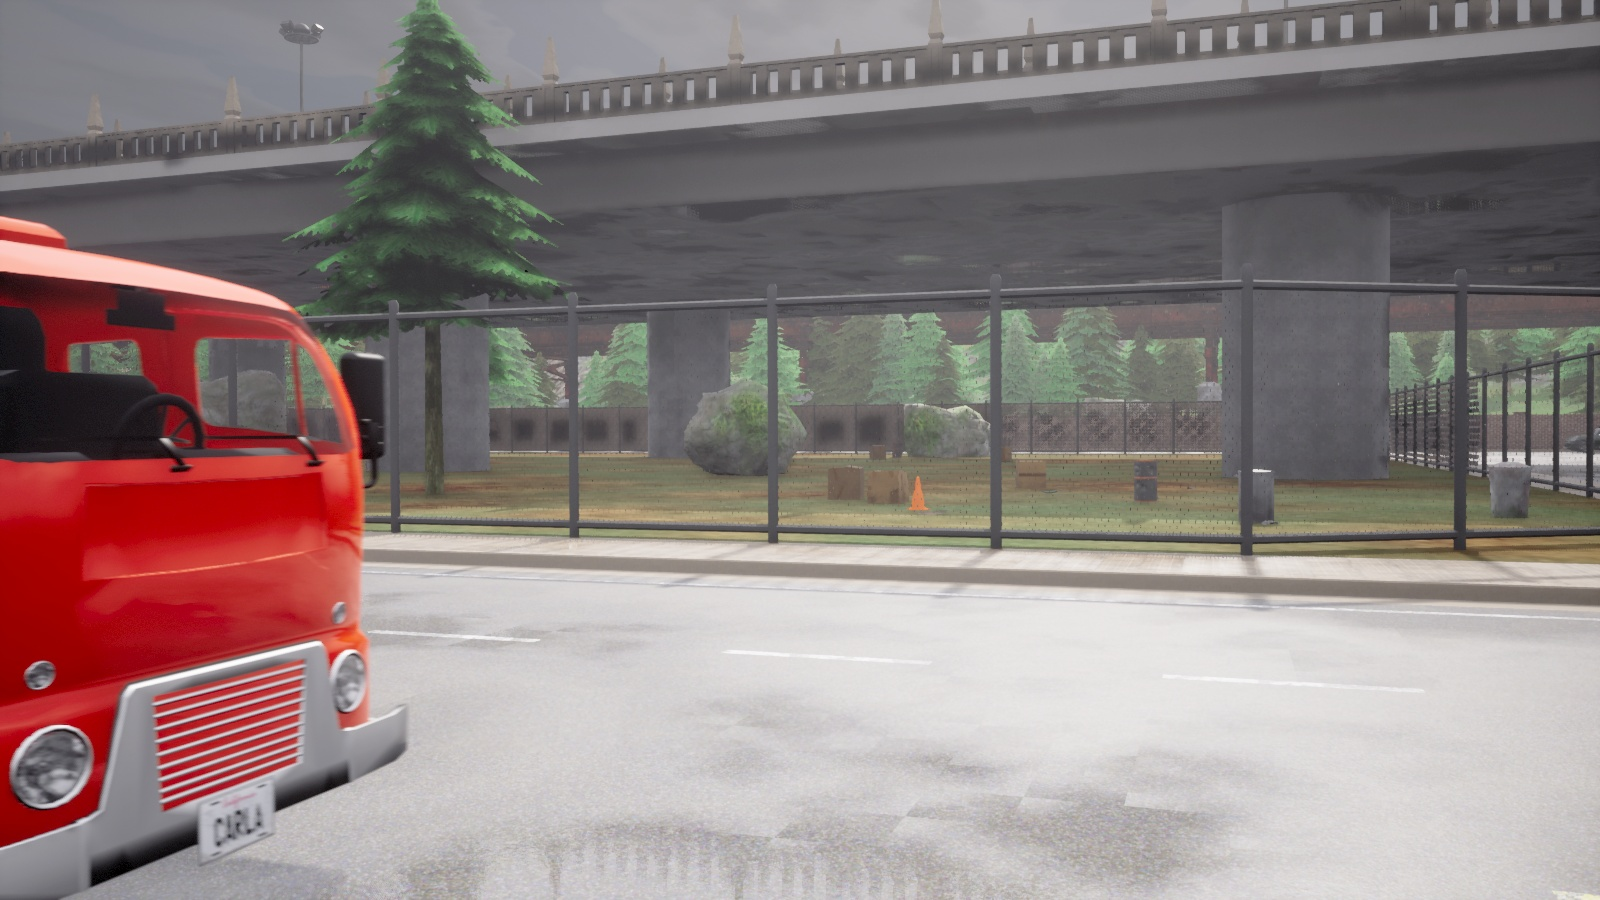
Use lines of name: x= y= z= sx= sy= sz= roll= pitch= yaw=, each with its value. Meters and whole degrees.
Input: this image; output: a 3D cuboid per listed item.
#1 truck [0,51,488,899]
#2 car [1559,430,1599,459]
truck: x=-4.122 y=0.251 z=4.572 sx=5.204 sy=2.467 sz=2.627 roll=1 pitch=1 yaw=19
car: x=50.475 y=-0.332 z=78.810 sx=4.553 sy=1.767 sz=2.097 roll=1 pitch=1 yaw=20
